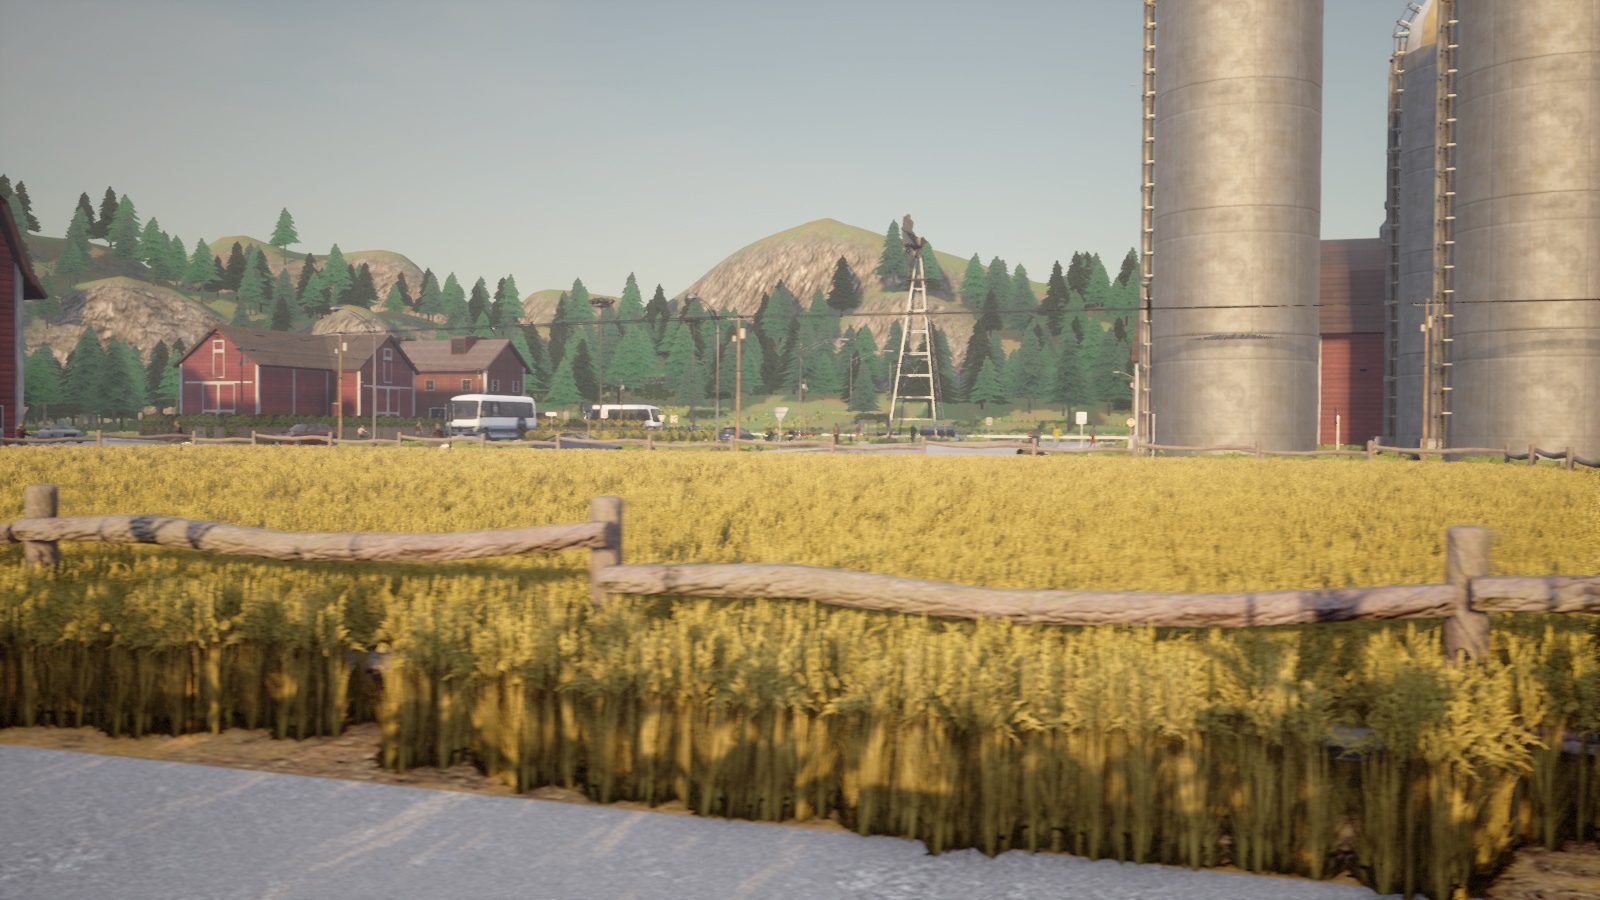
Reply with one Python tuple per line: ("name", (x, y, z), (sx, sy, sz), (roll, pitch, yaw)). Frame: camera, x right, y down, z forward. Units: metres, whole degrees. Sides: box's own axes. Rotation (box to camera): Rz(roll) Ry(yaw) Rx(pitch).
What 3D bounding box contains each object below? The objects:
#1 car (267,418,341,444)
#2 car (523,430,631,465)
("car", (-34.905, -1.354, 88.431), (2.097, 1.767, 4.553), (2, 1, 29))
("car", (-9.659, -0.131, 54.443), (4.181, 1.385, 1.994), (1, 1, 18))
